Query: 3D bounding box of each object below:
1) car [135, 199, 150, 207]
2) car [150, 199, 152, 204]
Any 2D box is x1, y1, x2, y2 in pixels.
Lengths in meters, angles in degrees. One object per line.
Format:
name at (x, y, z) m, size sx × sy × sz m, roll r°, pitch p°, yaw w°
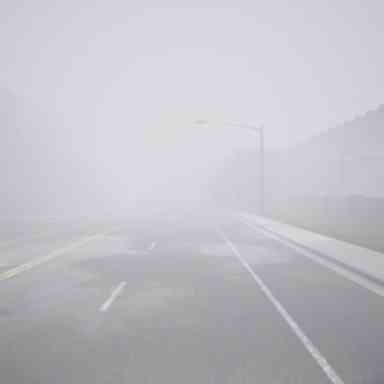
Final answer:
car at (-10.497, 2.239, 68.792) m, size 1.837 × 1.490 × 4.892 m, roll 0°, pitch -1°, yaw 0°
car at (-10.496, 2.492, 83.661) m, size 1.895 × 1.301 × 4.718 m, roll 0°, pitch -1°, yaw 0°
